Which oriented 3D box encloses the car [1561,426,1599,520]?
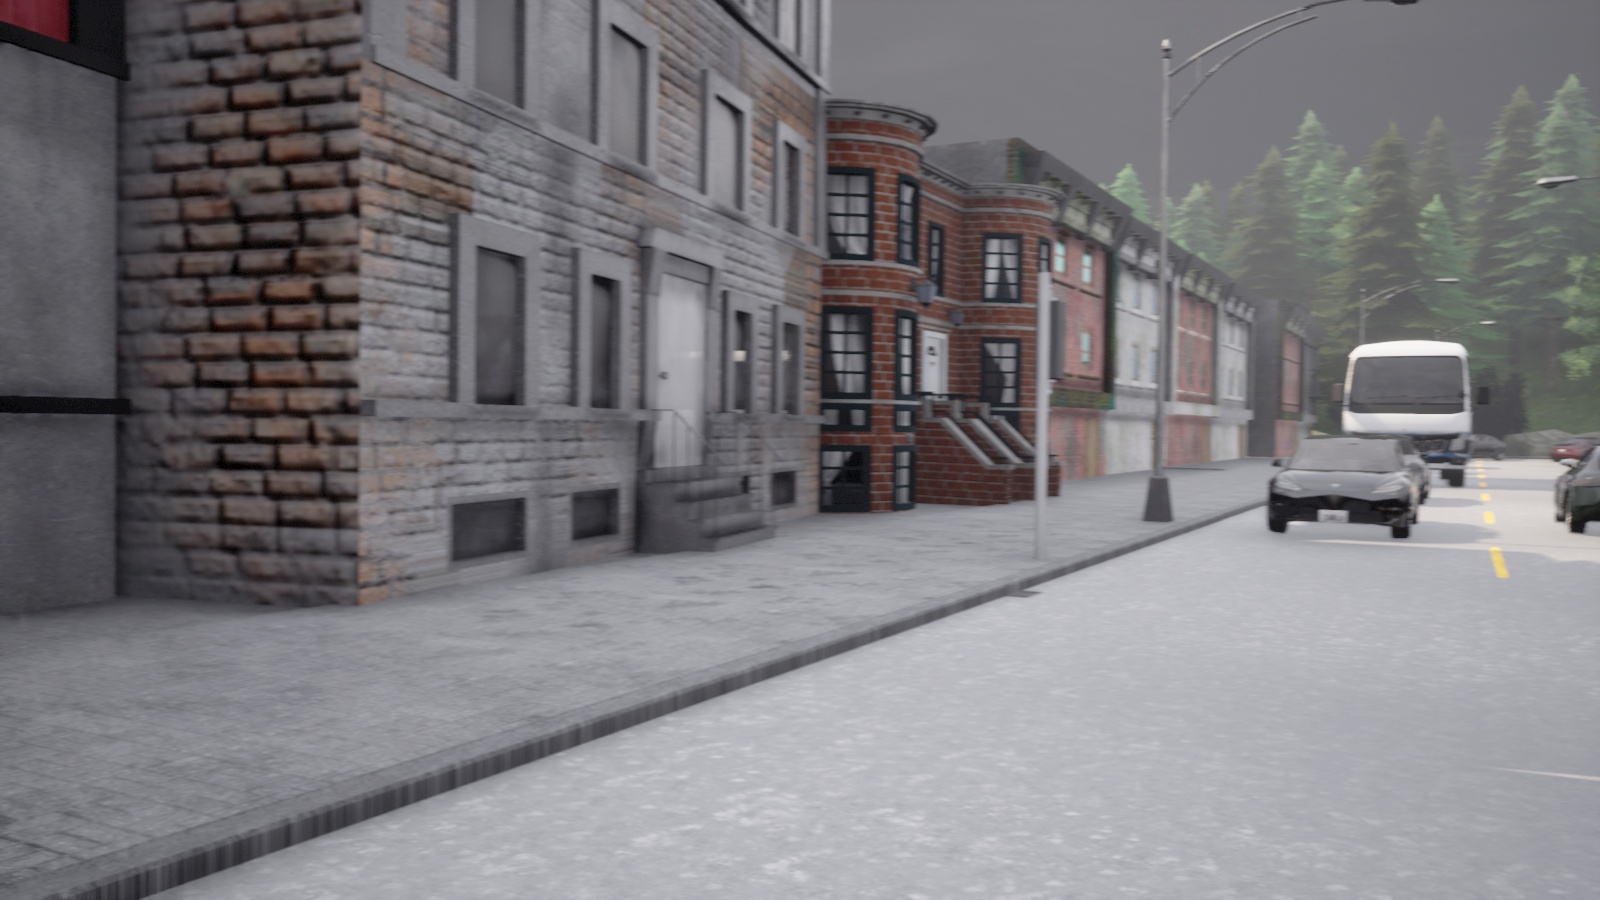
[{"bbox_3d":[13.669,0.319,20.439,1.994,1.385,4.181,0,1,28],"label":"car"}]

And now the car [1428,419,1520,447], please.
[{"bbox_3d":[37.548,-0.970,69.922,4.792,1.488,2.163,-1,1,-27],"label":"car"}]

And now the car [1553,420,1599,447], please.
[{"bbox_3d":[43.087,-0.908,67.589,4.181,1.385,1.994,-1,1,-15],"label":"car"}]

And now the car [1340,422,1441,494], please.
[{"bbox_3d":[13.273,0.115,28.102,1.816,1.474,4.193,0,1,28],"label":"car"}]

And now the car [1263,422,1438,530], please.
[{"bbox_3d":[8.838,0.309,19.915,2.163,1.488,4.792,0,1,28],"label":"car"}]

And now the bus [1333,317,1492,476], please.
[{"bbox_3d":[19.243,-1.553,39.070,3.944,4.253,10.273,0,1,29],"label":"bus"}]
